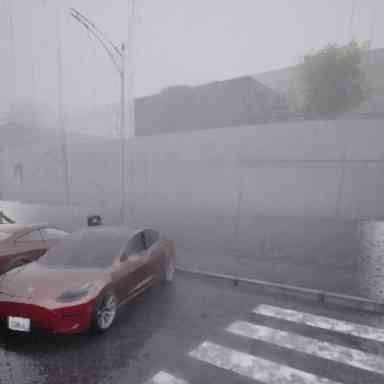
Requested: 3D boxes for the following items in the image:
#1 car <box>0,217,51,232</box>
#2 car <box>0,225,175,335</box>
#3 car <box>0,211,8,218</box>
[{"bbox_3d":[-4.285,1.524,8.847,2.002,1.452,4.674,0,-1,15],"label":"car"},{"bbox_3d":[-1.839,1.515,7.078,2.163,1.488,4.792,1,-1,15],"label":"car"},{"bbox_3d":[-6.718,1.356,10.554,2.185,1.767,4.553,0,-1,15],"label":"car"}]
